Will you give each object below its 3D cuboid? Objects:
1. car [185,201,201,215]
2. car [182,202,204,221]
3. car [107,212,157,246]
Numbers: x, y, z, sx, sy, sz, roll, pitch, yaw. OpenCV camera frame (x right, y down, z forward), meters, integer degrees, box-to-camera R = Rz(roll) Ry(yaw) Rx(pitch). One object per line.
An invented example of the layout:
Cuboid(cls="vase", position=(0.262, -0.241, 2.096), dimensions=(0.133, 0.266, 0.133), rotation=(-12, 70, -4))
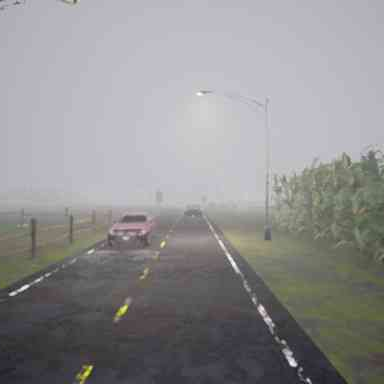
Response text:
Cuboid(cls="car", position=(0.105, 2.025, 42.592), dimensions=(1.882, 1.535, 5.008), rotation=(0, 0, 0))
Cuboid(cls="car", position=(0.111, 1.892, 31.056), dimensions=(2.128, 1.511, 4.902), rotation=(0, -1, 0))
Cuboid(cls="car", position=(-2.827, 1.739, 16.509), dimensions=(1.812, 1.442, 4.674), rotation=(0, -1, 0))
